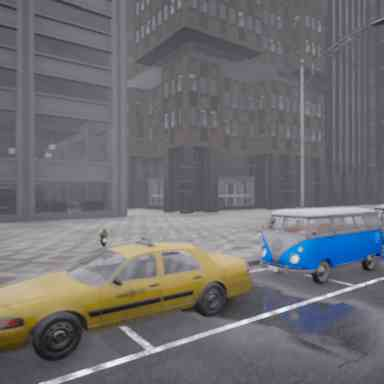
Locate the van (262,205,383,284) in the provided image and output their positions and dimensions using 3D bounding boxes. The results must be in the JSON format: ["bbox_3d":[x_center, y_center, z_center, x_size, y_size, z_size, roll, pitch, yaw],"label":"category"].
[{"bbox_3d":[3.675,1.336,9.273,3.998,1.788,1.690,0,0,-35],"label":"van"}]

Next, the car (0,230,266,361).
[{"bbox_3d":[-1.056,1.524,5.899,4.829,1.417,1.752,0,0,-35],"label":"car"}]
